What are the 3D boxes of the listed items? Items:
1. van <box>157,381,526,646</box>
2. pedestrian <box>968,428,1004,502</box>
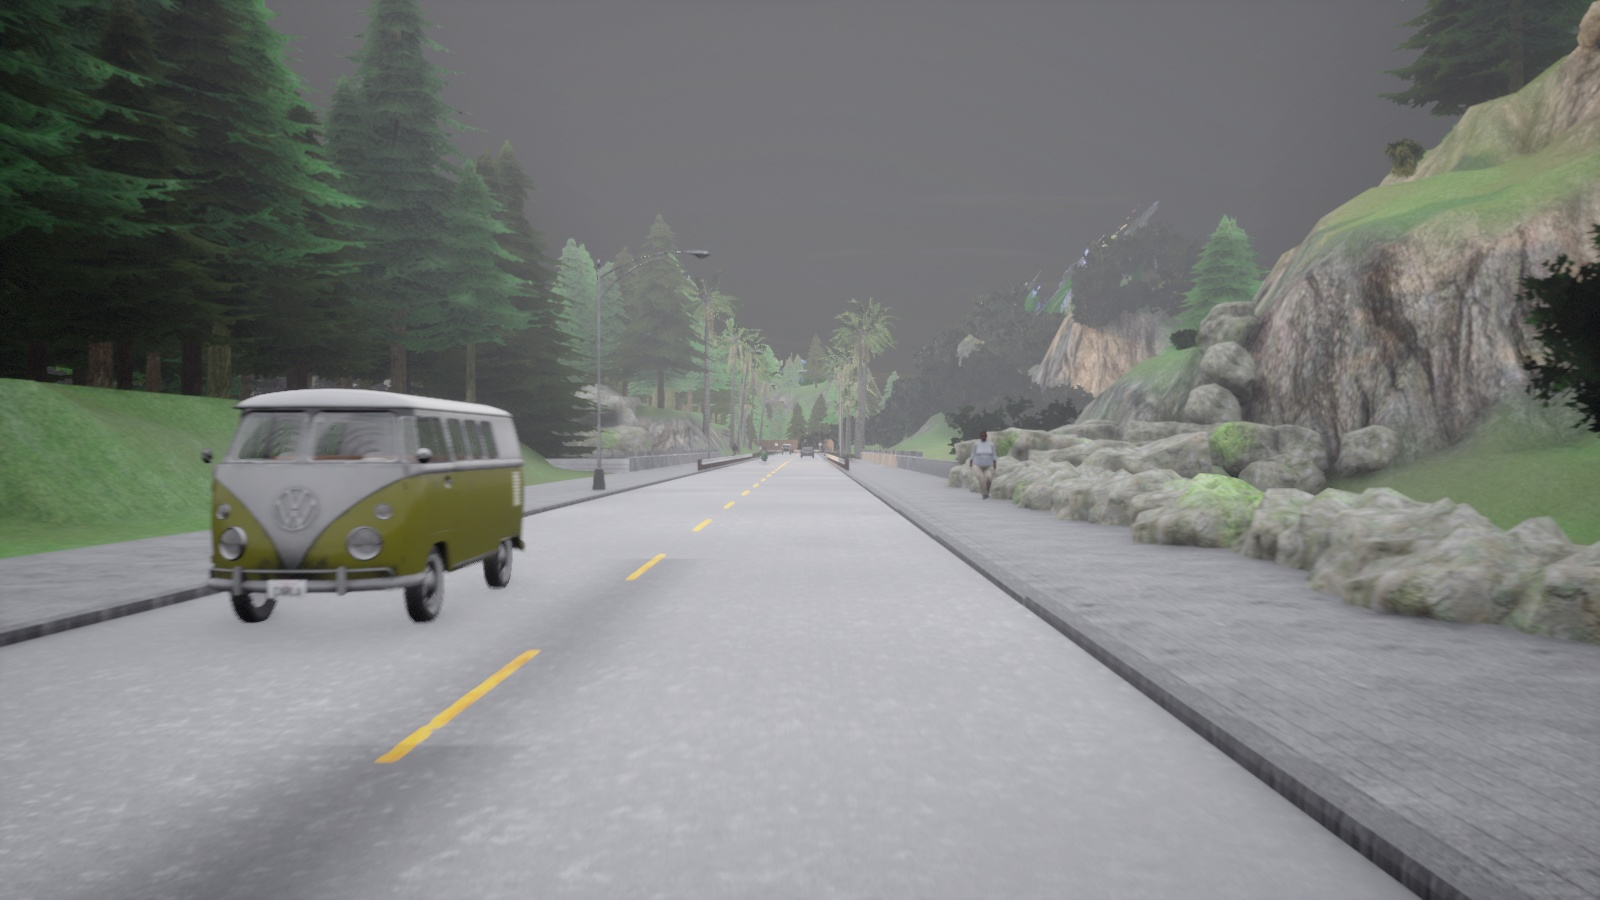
[{"bbox_3d":[-3.918,0.465,11.632,1.775,1.987,4.442,0,0,0],"label":"van"},{"bbox_3d":[4.749,0.378,32.155,0.874,1.855,0.900,0,0,5],"label":"pedestrian"}]
